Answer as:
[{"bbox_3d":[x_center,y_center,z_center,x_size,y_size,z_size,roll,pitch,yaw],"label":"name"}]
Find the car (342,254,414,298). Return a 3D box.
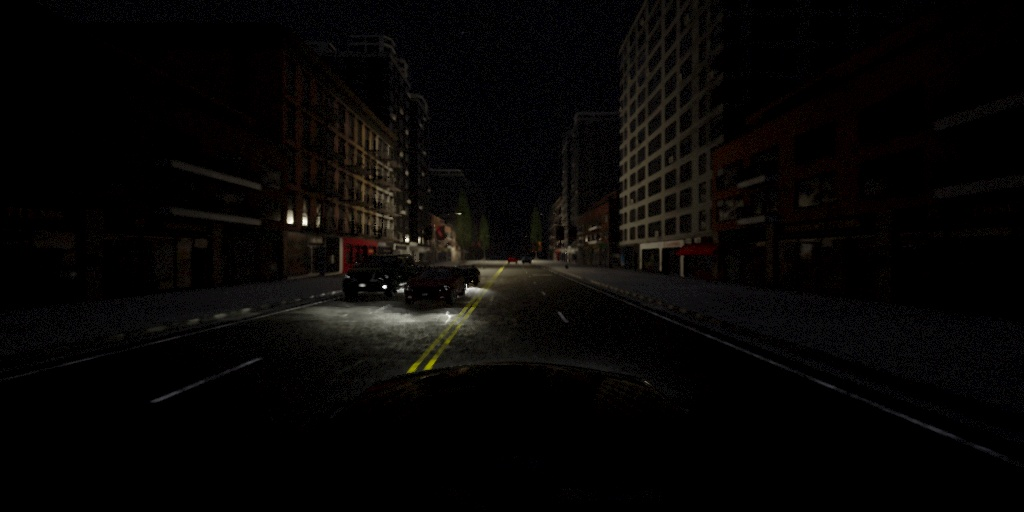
[{"bbox_3d":[-6.504,0.929,18.401,2.150,2.045,5.566,0,0,1],"label":"car"}]

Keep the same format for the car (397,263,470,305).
[{"bbox_3d":[-3.282,1.193,16.079,1.882,1.535,5.008,0,0,1],"label":"car"}]

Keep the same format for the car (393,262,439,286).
[{"bbox_3d":[-6.463,1.163,24.655,1.994,1.385,4.181,0,0,0],"label":"car"}]

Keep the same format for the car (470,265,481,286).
[{"bbox_3d":[-3.213,1.283,24.649,1.994,1.385,4.181,0,0,0],"label":"car"}]
